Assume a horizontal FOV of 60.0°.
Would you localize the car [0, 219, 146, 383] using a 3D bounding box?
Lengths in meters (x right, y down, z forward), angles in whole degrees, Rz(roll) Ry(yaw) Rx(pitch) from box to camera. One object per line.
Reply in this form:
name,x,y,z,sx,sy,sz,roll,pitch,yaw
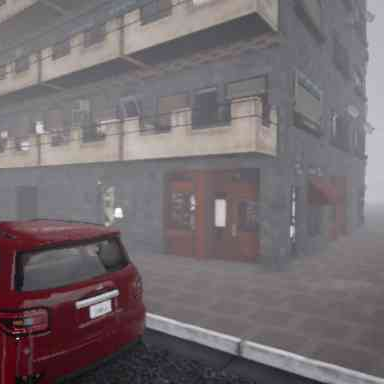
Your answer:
car,-2.917,1.341,4.939,5.009,1.841,2.192,0,1,36
